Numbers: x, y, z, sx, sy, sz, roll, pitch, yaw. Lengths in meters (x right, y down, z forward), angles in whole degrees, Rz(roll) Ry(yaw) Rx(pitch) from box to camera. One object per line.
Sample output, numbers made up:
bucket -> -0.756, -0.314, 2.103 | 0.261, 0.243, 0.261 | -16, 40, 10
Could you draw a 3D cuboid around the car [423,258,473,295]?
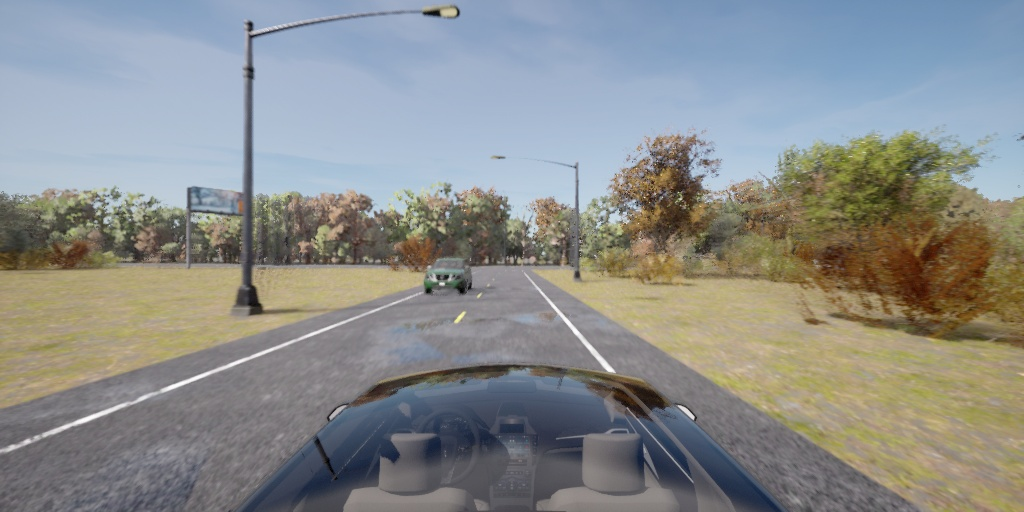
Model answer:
car -> -3.607, 1.122, 21.219 | 2.150, 2.045, 5.566 | 0, -1, 0
